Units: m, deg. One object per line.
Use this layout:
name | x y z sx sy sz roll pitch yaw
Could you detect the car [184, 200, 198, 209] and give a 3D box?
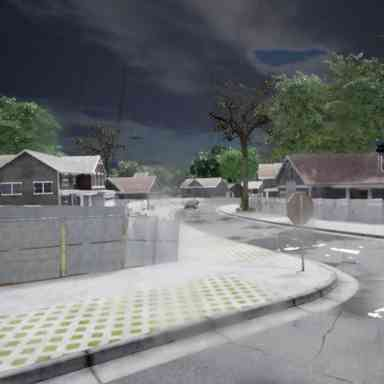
car | -0.109 2.062 54.861 1.837 1.490 4.892 -2 -1 7
